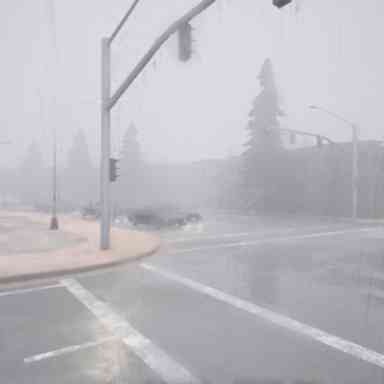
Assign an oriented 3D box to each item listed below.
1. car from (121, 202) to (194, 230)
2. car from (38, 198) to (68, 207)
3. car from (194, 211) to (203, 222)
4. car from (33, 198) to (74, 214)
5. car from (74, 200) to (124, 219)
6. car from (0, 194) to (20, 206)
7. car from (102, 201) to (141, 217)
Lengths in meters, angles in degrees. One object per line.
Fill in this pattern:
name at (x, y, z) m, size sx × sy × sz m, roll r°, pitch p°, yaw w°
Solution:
car at (-2.462, 1.615, 22.079) m, size 2.033 × 1.411 × 5.357 m, roll 0°, pitch 0°, yaw -36°
car at (-21.822, 1.643, 52.278) m, size 4.181 × 1.385 × 1.994 m, roll 0°, pitch 0°, yaw 22°
car at (-1.404, 1.636, 26.552) m, size 2.033 × 1.411 × 5.357 m, roll 0°, pitch 0°, yaw -36°
car at (-15.806, 1.546, 37.013) m, size 4.902 × 1.511 × 2.128 m, roll 0°, pitch 0°, yaw 36°
car at (-8.349, 1.557, 29.755) m, size 2.128 × 1.511 × 4.902 m, roll 0°, pitch 0°, yaw -39°
car at (-31.372, 1.261, 54.982) m, size 5.566 × 2.045 × 2.150 m, roll 0°, pitch 0°, yaw 10°
car at (-7.189, 1.650, 33.760) m, size 1.994 × 1.385 × 4.181 m, roll 0°, pitch 0°, yaw -42°
